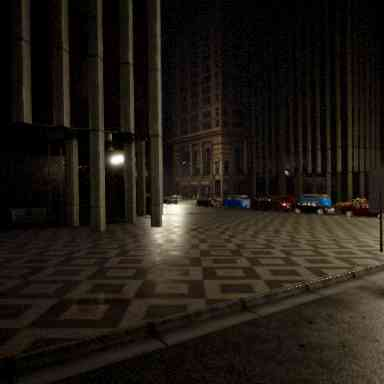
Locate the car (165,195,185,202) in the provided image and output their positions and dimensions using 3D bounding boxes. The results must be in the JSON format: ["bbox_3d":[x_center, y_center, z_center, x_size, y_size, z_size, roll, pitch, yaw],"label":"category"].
[{"bbox_3d":[-3.577,1.257,69.731,2.008,1.369,4.403,-1,1,-36],"label":"car"}]

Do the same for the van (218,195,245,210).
[{"bbox_3d":[5.636,1.294,42.338,1.690,1.788,3.998,-1,1,-36],"label":"van"}]

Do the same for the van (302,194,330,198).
[{"bbox_3d":[15.795,1.178,42.830,1.690,1.788,3.998,-1,1,-36],"label":"van"}]

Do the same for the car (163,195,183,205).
[{"bbox_3d":[-4.054,1.439,55.786,2.008,1.369,4.403,-1,1,-36],"label":"car"}]

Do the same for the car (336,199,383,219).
[{"bbox_3d":[15.331,1.567,28.892,1.887,1.381,4.507,-1,1,-36],"label":"car"}]

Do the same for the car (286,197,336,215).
[{"bbox_3d":[12.100,1.549,33.375,2.008,1.369,4.403,-1,1,-36],"label":"car"}]

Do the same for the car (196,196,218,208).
[{"bbox_3d":[2.407,1.371,46.820,1.967,1.590,4.097,-1,1,-36],"label":"car"}]

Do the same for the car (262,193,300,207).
[{"bbox_3d":[12.565,1.130,47.313,2.192,1.841,5.009,-1,1,-36],"label":"car"}]

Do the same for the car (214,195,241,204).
[{"bbox_3d":[6.010,1.296,56.419,1.752,1.417,4.829,-1,1,-36],"label":"car"}]

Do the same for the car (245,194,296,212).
[{"bbox_3d":[8.867,1.290,37.855,2.192,1.841,5.009,-1,1,-36],"label":"car"}]
